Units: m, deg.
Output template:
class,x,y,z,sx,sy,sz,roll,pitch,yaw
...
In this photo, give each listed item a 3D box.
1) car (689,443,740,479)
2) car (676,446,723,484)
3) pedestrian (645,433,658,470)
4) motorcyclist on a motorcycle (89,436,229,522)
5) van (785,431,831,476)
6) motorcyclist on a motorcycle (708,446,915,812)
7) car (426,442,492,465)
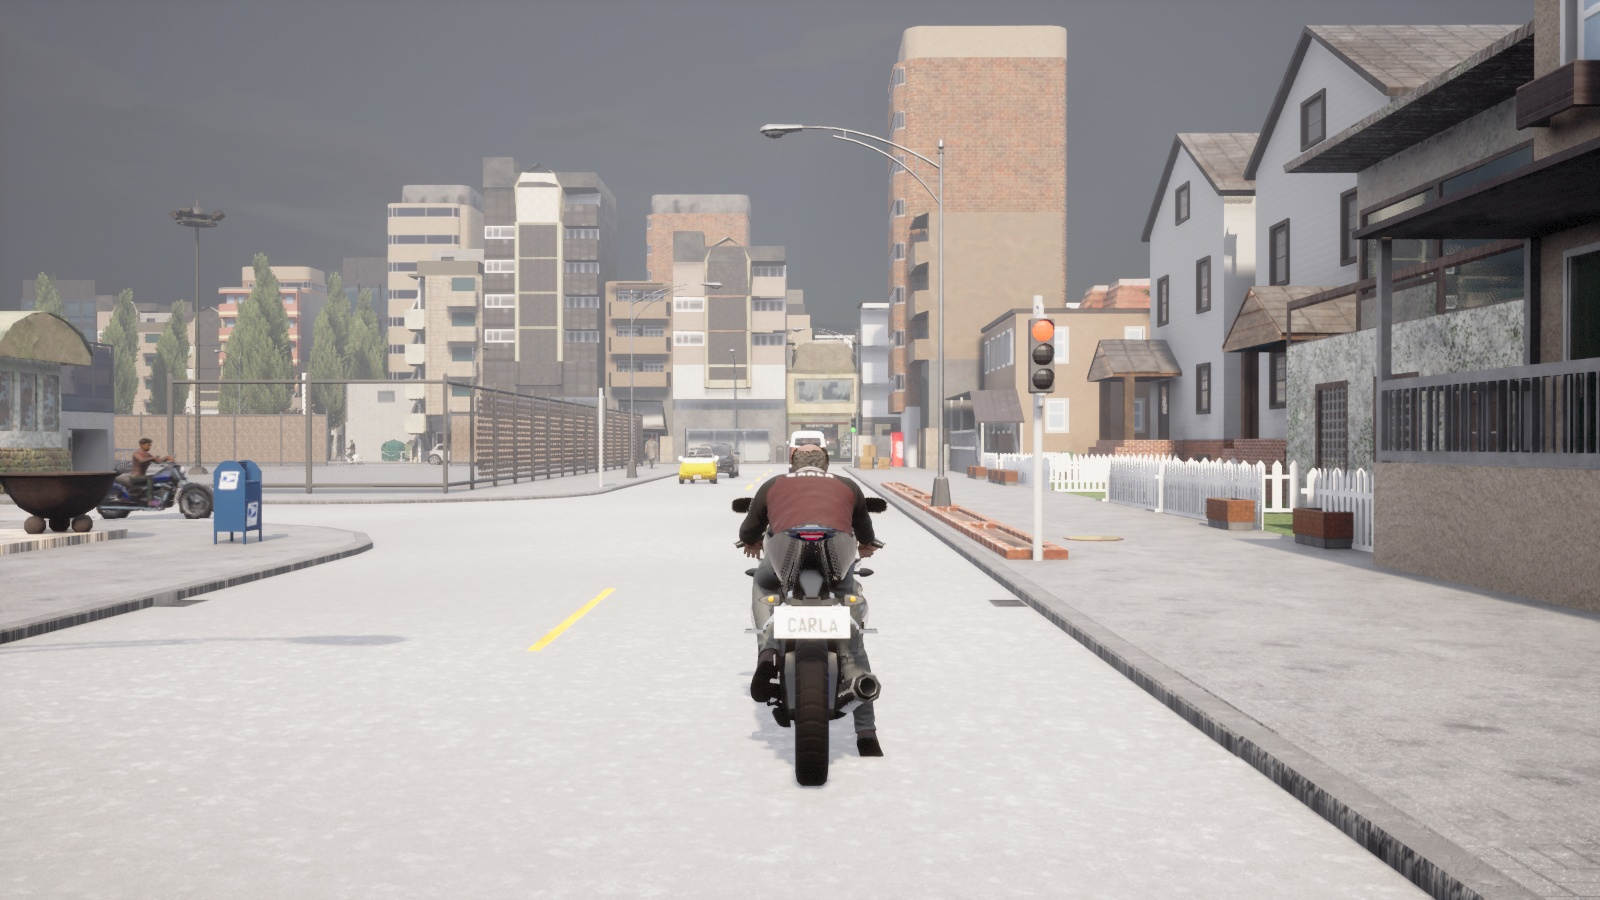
class,x,y,z,sx,sy,sz,roll,pitch,yaw
car,-3.660,0.441,54.512,1.837,1.490,4.892,0,0,1
car,-3.681,0.537,46.247,1.481,1.376,2.207,0,0,1
pedestrian,-7.945,0.070,67.345,0.659,1.952,0.873,0,0,-6
motorcyclist on a motorcycle,-12.494,0.548,24.527,2.350,1.649,0.766,0,0,0
van,0.366,0.137,58.980,2.069,2.038,4.480,0,0,0
motorcyclist on a motorcycle,0.050,0.746,6.352,0.866,1.530,2.191,0,0,0
car,-22.269,0.230,82.157,3.806,1.475,1.970,0,0,1
